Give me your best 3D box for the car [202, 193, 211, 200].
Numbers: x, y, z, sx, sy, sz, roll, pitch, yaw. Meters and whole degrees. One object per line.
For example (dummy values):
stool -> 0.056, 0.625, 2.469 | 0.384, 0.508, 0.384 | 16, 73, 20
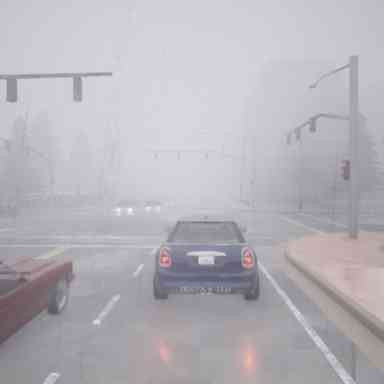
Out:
car -> 3.324, 0.999, 73.897 | 1.994, 1.385, 4.181 | 0, 0, 2

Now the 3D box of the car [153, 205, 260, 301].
car -> 0.337, 1.289, 8.377 | 2.097, 1.767, 4.553 | 0, 0, 2

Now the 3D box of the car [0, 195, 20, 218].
car -> -16.746, 1.151, 27.365 | 4.553, 1.767, 2.097 | 0, 1, 7

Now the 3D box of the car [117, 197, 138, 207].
car -> -8.497, 1.274, 44.124 | 1.895, 1.301, 4.718 | 0, 0, 2

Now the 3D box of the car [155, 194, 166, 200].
car -> -7.124, 1.028, 75.373 | 1.895, 1.301, 4.718 | 0, 0, 2

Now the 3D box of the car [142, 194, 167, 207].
car -> -4.972, 1.233, 44.596 | 1.994, 1.385, 4.181 | 0, 0, 2

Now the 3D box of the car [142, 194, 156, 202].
car -> -7.782, 1.077, 60.474 | 1.812, 1.442, 4.674 | 0, 0, 3

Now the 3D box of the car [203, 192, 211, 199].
car -> 3.681, 0.861, 82.599 | 1.882, 1.535, 5.008 | 0, 0, 2

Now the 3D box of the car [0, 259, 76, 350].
car -> -3.288, 1.567, 4.517 | 1.895, 1.301, 4.718 | 0, 0, 2

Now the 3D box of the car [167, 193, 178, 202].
car -> -4.219, 1.105, 61.731 | 1.994, 1.385, 4.181 | 0, 0, 3

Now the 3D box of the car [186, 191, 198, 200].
car -> -0.214, 0.977, 73.044 | 1.812, 1.442, 4.674 | 0, 0, 2

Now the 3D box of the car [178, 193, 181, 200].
car -> -3.614, 0.955, 75.545 | 2.128, 1.511, 4.902 | 0, 0, 2
